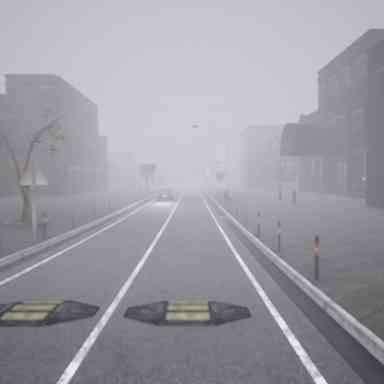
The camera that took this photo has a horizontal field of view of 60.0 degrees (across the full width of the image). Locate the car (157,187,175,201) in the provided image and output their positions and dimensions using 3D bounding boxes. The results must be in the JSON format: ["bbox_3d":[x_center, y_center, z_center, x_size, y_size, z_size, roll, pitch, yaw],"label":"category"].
[{"bbox_3d":[-3.041,0.220,39.611,2.128,1.511,4.902,0,2,0],"label":"car"}]
